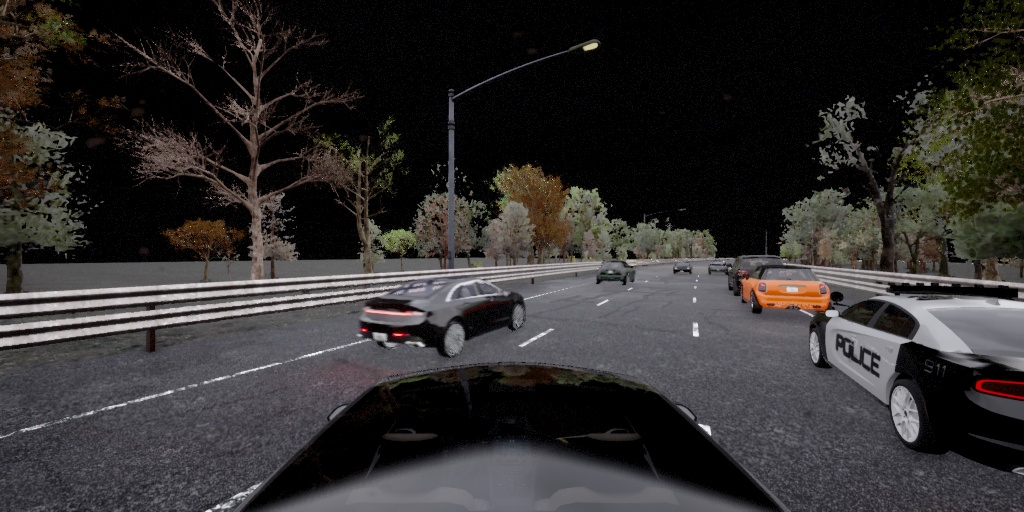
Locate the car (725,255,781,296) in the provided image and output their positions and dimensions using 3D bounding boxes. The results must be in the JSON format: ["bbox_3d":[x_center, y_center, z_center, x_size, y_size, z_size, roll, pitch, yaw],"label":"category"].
[{"bbox_3d":[12.711,0.978,18.753,2.150,2.045,5.566,0,0,27],"label":"car"}]

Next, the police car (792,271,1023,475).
[{"bbox_3d":[5.624,1.175,4.721,1.930,1.638,5.238,0,0,26],"label":"police car"}]

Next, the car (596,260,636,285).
[{"bbox_3d":[7.690,1.106,26.259,2.097,1.767,4.553,0,0,28],"label":"car"}]

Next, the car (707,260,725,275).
[{"bbox_3d":[22.585,1.262,39.278,2.128,1.511,4.902,0,0,30],"label":"car"}]

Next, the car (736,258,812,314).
[{"bbox_3d":[9.979,1.102,13.428,2.097,1.767,4.553,0,0,27],"label":"car"}]

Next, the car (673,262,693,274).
[{"bbox_3d":[19.473,1.370,40.757,1.895,1.301,4.718,0,0,29],"label":"car"}]

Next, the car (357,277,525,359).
[{"bbox_3d":[-1.300,1.240,8.617,2.128,1.511,4.902,0,0,26],"label":"car"}]
